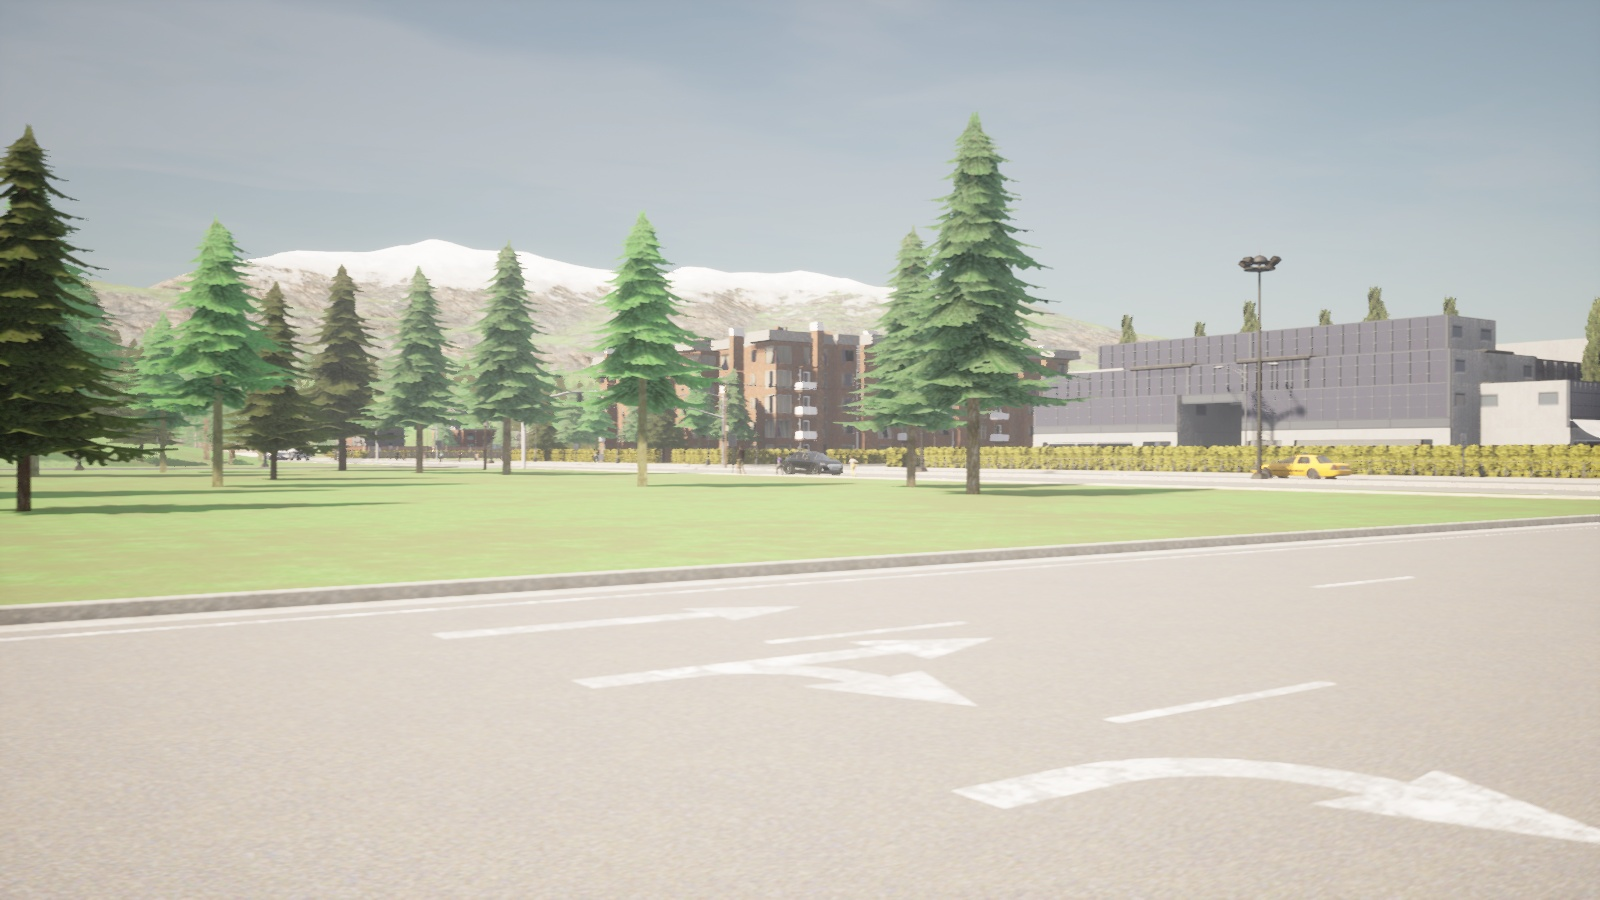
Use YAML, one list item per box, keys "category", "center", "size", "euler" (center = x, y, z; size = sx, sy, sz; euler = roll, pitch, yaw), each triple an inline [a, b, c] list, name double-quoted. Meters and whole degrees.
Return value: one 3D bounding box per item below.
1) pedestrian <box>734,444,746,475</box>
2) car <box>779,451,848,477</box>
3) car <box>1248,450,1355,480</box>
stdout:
- category: "pedestrian"
  center: [-3.672, 0.580, 77.119]
  size: [0.431, 1.840, 0.703]
  euler: [0, 0, -38]
- category: "car"
  center: [0.843, 0.872, 81.114]
  size: [2.033, 1.649, 4.856]
  euler: [0, 0, -35]
- category: "car"
  center: [27.587, 0.795, 69.244]
  size: [1.801, 1.575, 5.366]
  euler: [0, 0, -36]
